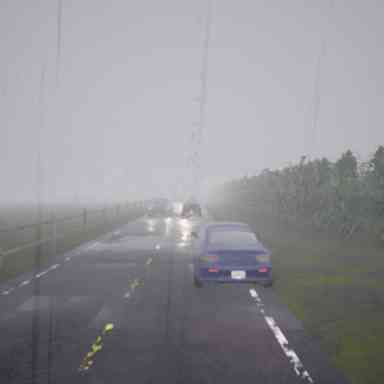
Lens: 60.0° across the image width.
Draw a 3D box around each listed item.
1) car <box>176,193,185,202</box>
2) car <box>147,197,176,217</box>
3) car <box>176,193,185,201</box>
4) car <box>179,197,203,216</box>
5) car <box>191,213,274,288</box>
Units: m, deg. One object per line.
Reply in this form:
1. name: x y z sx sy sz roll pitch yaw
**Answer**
1. car: -2.855 1.530 72.443 1.837 1.490 4.892 0 0 0
2. car: -2.890 1.367 31.150 2.097 1.767 4.553 0 0 0
3. car: -2.872 1.298 84.090 2.150 2.045 5.566 0 0 0
4. car: -0.002 1.520 32.176 1.837 1.490 4.892 0 0 1
5. car: 0.950 1.530 9.124 1.812 1.442 4.674 0 0 0
